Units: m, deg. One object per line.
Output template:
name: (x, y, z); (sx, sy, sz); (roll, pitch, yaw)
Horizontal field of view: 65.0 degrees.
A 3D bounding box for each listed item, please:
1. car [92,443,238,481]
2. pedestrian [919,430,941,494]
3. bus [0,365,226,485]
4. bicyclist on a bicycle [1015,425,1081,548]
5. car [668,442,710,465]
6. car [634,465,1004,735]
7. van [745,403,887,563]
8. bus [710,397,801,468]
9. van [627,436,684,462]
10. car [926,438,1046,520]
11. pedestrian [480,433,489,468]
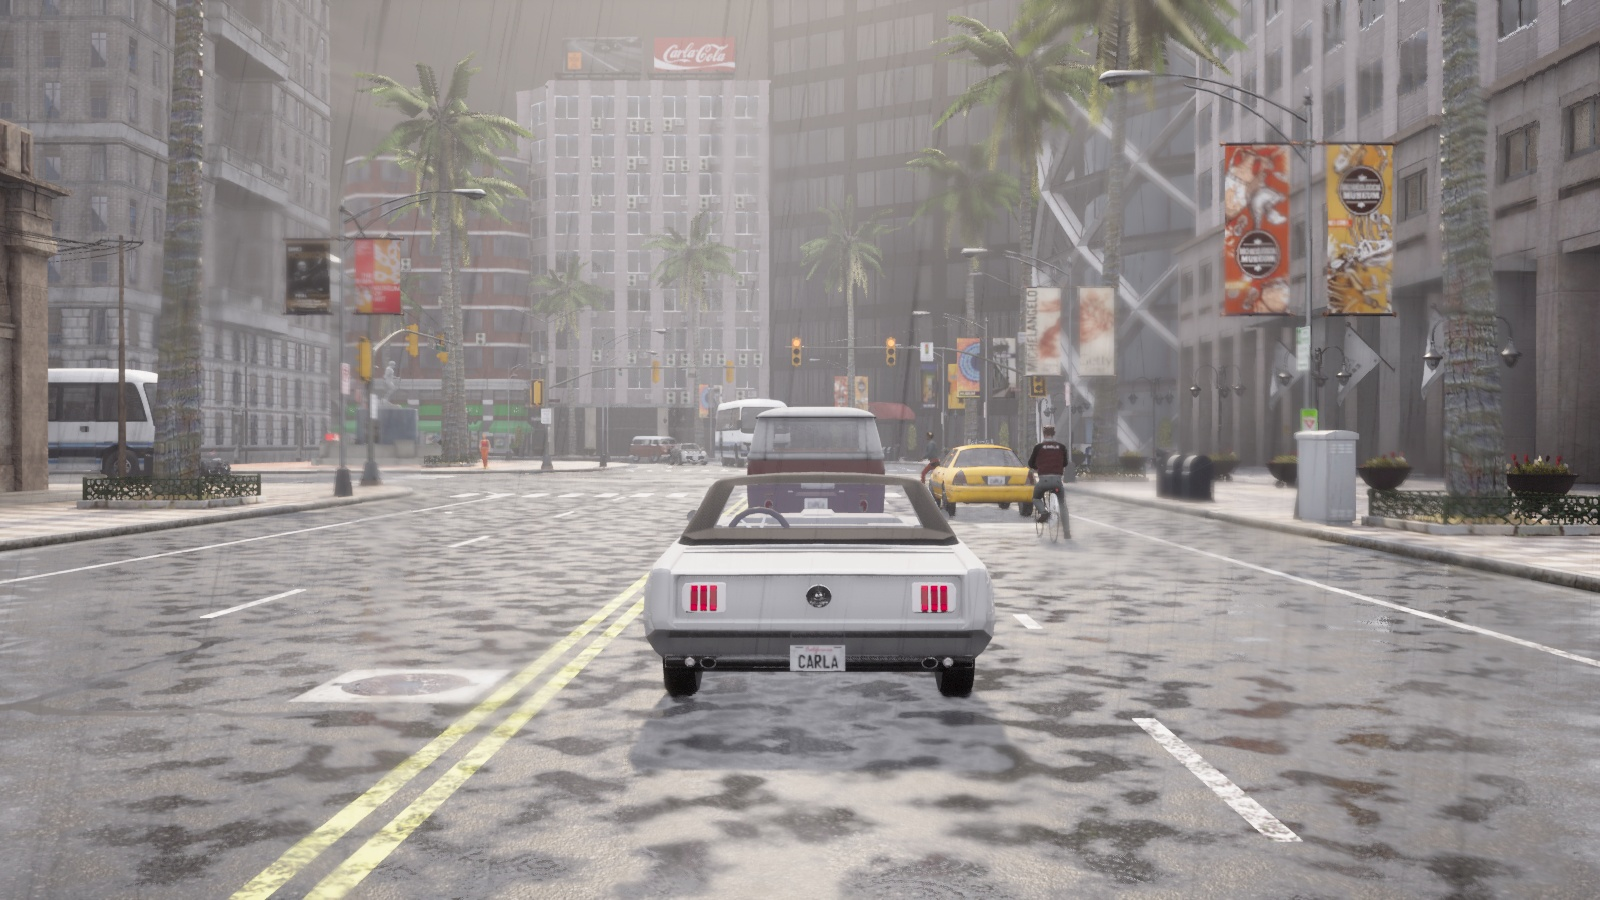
car: (-25.251, 0.449, 49.998); (4.892, 1.490, 1.837); (0, 0, 1)
pedestrian: (3.765, 0.350, 36.493); (0.614, 1.847, 0.353); (0, 0, 3)
bus: (-27.301, -0.914, 46.485); (10.273, 4.253, 3.944); (0, 0, 0)
bicyclist on a bicycle: (3.738, 0.512, 19.057); (0.659, 1.776, 1.843); (0, 1, 1)
car: (-7.397, 0.234, 83.698); (1.970, 1.475, 3.806); (0, 0, -18)
car: (0.125, 0.797, 8.803); (1.895, 1.301, 4.718); (0, 0, 1)
van: (0.224, 0.399, 17.841); (1.775, 1.987, 4.442); (0, 0, 1)
bus: (-3.026, -1.087, 80.482); (3.944, 4.253, 10.273); (0, 0, -13)
van: (-11.273, -0.091, 97.755); (2.069, 2.038, 4.480); (0, 0, -44)
car: (3.818, 0.538, 26.653); (1.801, 1.575, 5.366); (0, 0, 1)
pedestrian: (-16.423, 0.021, 65.389); (0.345, 1.836, 0.594); (0, 0, 0)
